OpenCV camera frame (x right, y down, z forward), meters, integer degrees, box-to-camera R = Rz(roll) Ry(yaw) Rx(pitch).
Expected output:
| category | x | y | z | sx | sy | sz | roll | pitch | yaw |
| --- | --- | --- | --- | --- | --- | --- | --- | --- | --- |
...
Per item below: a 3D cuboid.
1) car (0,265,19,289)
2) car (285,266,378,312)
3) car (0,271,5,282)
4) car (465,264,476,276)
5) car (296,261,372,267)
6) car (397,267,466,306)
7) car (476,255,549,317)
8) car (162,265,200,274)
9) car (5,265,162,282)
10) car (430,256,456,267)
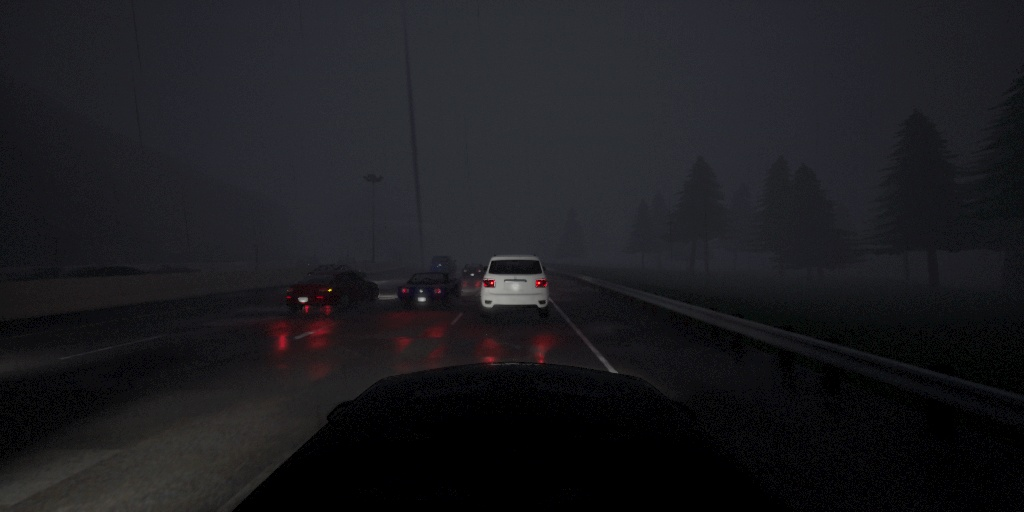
| category | x | y | z | sx | sy | sz | roll | pitch | yaw |
| --- | --- | --- | --- | --- | --- | --- | --- | --- | --- |
| car | -31.608 | 1.276 | 19.972 | 1.812 | 1.442 | 4.674 | 0 | 0 | 0 |
| car | -6.900 | 1.277 | 14.157 | 1.812 | 1.442 | 4.674 | 0 | 0 | 0 |
| car | -24.608 | 1.314 | 18.584 | 1.994 | 1.385 | 4.181 | 0 | 0 | 0 |
| car | -3.536 | 1.355 | 33.666 | 1.895 | 1.301 | 4.718 | 0 | 0 | -2 |
| car | -10.401 | 1.243 | 21.630 | 2.128 | 1.511 | 4.902 | 0 | 0 | 0 |
| car | -3.400 | 1.352 | 15.773 | 1.895 | 1.301 | 4.718 | 0 | 0 | 0 |
| car | 0.099 | 0.973 | 13.237 | 2.150 | 2.045 | 5.566 | 0 | 0 | 0 |
| car | -28.146 | 1.352 | 29.027 | 1.895 | 1.301 | 4.718 | 0 | 0 | -1 |
| car | -21.107 | 1.255 | 18.091 | 1.837 | 1.490 | 4.892 | 0 | 0 | 0 |
| car | -7.196 | 0.976 | 37.753 | 2.150 | 2.045 | 5.566 | 0 | 0 | -3 |
